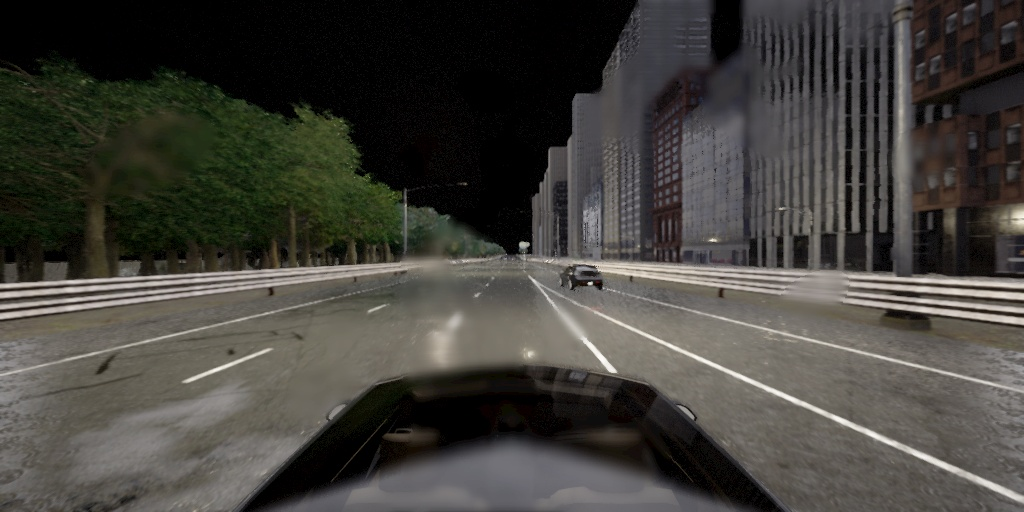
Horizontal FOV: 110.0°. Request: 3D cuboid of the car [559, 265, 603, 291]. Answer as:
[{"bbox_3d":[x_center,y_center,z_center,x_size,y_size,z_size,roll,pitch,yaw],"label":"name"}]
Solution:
[{"bbox_3d":[4.113,1.258,21.879,1.837,1.490,4.892,-1,0,-3],"label":"car"}]
